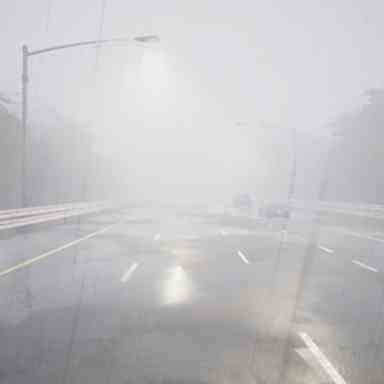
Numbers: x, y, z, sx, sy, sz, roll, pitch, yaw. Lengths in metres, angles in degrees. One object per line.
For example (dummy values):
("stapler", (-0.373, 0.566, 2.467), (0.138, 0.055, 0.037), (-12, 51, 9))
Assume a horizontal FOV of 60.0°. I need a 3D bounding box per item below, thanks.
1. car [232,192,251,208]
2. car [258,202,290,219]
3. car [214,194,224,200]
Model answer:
("car", (7.105, 1.247, 47.819), (2.150, 2.045, 5.566), (0, 0, 0))
("car", (7.041, 1.571, 28.810), (1.994, 1.385, 4.181), (0, 0, 0))
("car", (7.269, 1.530, 94.855), (2.128, 1.511, 4.902), (0, 0, 0))
